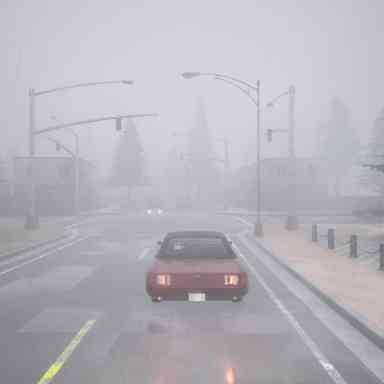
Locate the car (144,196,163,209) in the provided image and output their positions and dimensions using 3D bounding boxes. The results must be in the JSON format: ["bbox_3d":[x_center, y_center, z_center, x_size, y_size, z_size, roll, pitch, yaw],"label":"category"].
[{"bbox_3d":[-4.818,1.530,43.404,1.994,1.385,4.181,0,0,-6],"label":"car"}]

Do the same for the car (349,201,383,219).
[{"bbox_3d":[15.775,1.476,27.844,4.902,1.511,2.128,0,0,2],"label":"car"}]

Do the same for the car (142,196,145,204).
[{"bbox_3d":[-6.319,1.470,52.153,1.837,1.490,4.892,0,0,-15],"label":"car"}]

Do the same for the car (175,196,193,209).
[{"bbox_3d":[-1.113,1.317,44.220,2.097,1.767,4.553,0,0,-6],"label":"car"}]

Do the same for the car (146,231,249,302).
[{"bbox_3d":[0.075,1.601,8.187,1.895,1.301,4.718,0,0,-1],"label":"car"}]

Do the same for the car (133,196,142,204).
[{"bbox_3d":[-9.568,1.443,61.890,1.882,1.535,5.008,0,0,-23],"label":"car"}]
